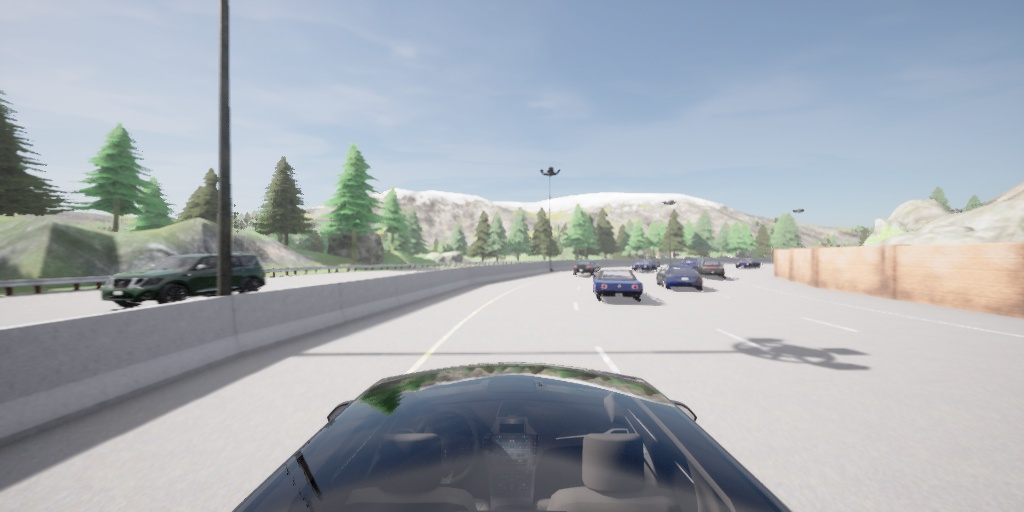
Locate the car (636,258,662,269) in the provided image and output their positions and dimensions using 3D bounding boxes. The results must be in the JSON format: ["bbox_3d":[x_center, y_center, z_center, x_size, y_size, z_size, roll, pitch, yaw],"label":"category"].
[{"bbox_3d":[20.064,1.064,52.442,1.994,1.385,4.181,0,0,45],"label":"car"}]

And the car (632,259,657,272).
[{"bbox_3d":[15.382,1.156,41.296,1.895,1.301,4.718,0,0,35],"label":"car"}]

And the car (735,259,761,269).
[{"bbox_3d":[33.157,1.113,50.214,4.718,1.301,1.895,0,0,-38],"label":"car"}]

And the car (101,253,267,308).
[{"bbox_3d":[-13.184,0.905,15.051,2.150,2.045,5.566,0,0,7],"label":"car"}]

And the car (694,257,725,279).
[{"bbox_3d":[17.105,1.099,30.777,2.128,1.511,4.902,0,0,27],"label":"car"}]

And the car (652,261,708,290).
[{"bbox_3d":[9.920,1.217,21.478,1.994,1.385,4.181,0,0,14],"label":"car"}]

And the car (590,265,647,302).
[{"bbox_3d":[4.793,1.277,16.748,1.895,1.301,4.718,0,0,11],"label":"car"}]

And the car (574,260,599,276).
[{"bbox_3d":[7.254,1.115,34.453,1.812,1.442,4.674,0,0,26],"label":"car"}]

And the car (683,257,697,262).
[{"bbox_3d":[22.573,0.894,44.472,2.097,1.767,4.553,0,1,40],"label":"car"}]
